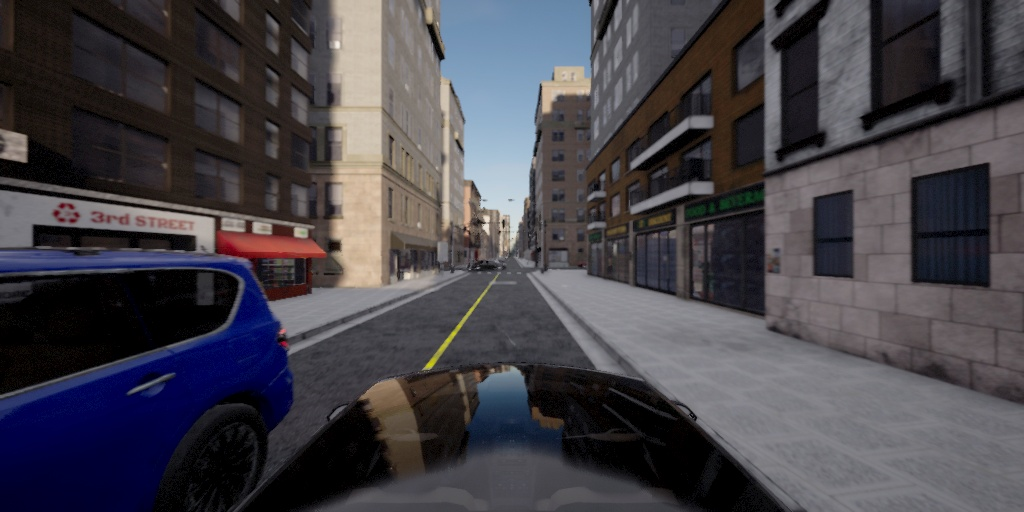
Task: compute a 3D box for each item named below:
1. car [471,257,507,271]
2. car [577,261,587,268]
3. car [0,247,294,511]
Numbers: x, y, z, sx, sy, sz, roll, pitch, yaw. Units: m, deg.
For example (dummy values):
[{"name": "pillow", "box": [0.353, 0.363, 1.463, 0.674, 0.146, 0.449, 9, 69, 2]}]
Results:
[{"name": "car", "box": [-3.104, 1.281, 48.638, 4.892, 1.490, 1.837, 0, 0, 0]}, {"name": "car", "box": [12.189, 1.135, 54.372, 4.507, 1.381, 1.888, 0, 0, 0]}, {"name": "car", "box": [-3.101, 0.972, 1.043, 2.150, 2.045, 5.566, 0, 0, 0]}]
